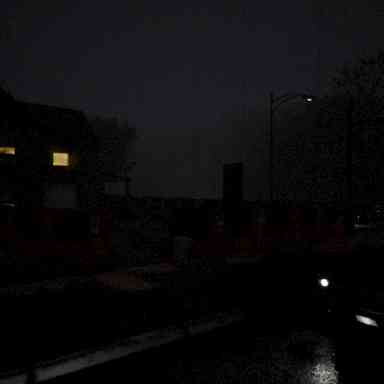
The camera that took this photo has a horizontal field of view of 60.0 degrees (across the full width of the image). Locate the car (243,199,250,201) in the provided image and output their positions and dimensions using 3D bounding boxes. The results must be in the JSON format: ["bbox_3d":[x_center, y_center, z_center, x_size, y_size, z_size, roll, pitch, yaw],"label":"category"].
[{"bbox_3d":[4.997,1.437,32.671,1.812,1.442,4.674,0,0,-36],"label":"car"}]

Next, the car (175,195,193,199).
[{"bbox_3d":[-0.654,1.223,40.528,2.097,1.767,4.553,0,0,-36],"label":"car"}]

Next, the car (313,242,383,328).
[{"bbox_3d":[4.373,1.601,6.249,4.718,1.301,1.895,0,0,-36],"label":"car"}]

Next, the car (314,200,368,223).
[{"bbox_3d":[10.335,1.472,25.245,1.812,1.442,4.674,0,0,-36],"label":"car"}]

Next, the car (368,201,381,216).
[{"bbox_3d":[14.675,1.439,30.686,2.128,1.511,4.902,0,0,-36],"label":"car"}]
